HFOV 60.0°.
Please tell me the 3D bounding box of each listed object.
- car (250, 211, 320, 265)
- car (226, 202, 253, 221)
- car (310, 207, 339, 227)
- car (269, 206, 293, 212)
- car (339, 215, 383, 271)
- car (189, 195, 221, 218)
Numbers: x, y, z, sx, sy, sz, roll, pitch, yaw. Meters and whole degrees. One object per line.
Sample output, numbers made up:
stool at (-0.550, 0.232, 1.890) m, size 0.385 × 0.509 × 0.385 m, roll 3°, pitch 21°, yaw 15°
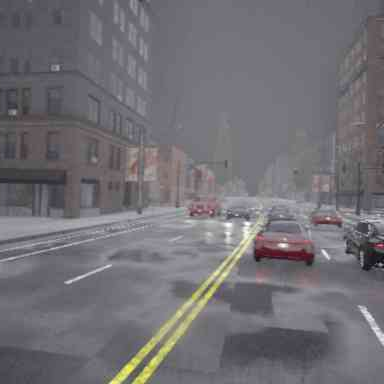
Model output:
car at (3.394, 1.663, 12.344) m, size 1.994 × 1.385 × 4.181 m, roll 2°, pitch 0°, yaw 16°
car at (4.171, 1.635, 28.857) m, size 1.837 × 1.490 × 4.892 m, roll 2°, pitch -1°, yaw 14°
car at (10.197, 1.874, 25.582) m, size 1.994 × 1.385 × 4.181 m, roll 2°, pitch 0°, yaw 14°
car at (7.061, 1.778, 26.432) m, size 1.994 × 1.385 × 4.181 m, roll 2°, pitch 0°, yaw 14°
car at (6.494, 1.699, 11.357) m, size 1.837 × 1.490 × 4.892 m, roll 2°, pitch 0°, yaw 16°
car at (1.327, 1.266, 30.814) m, size 2.150 × 2.045 × 5.566 m, roll 2°, pitch 0°, yaw 14°
